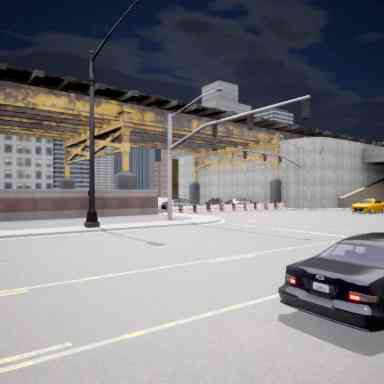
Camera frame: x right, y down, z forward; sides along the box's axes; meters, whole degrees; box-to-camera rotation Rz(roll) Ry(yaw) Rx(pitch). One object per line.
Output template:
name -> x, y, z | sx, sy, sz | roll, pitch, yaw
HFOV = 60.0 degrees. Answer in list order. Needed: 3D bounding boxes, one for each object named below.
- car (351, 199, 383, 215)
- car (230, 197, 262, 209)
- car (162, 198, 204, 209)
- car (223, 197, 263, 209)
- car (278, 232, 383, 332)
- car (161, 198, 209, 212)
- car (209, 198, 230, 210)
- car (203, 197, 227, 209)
car -> 18.454, 1.477, 34.705 | 5.008, 1.535, 1.882 | 0, 0, -40
car -> 6.674, 1.295, 44.249 | 4.536, 1.218, 1.853 | 0, 0, -7
car -> -0.981, 1.295, 37.817 | 4.536, 1.218, 1.853 | 0, 0, 8
car -> 6.725, 1.453, 44.255 | 4.974, 1.542, 2.038 | 0, 0, -7
car -> 4.079, 1.547, 6.688 | 5.357, 1.411, 2.033 | 0, 0, -35
car -> -0.930, 1.453, 37.810 | 4.974, 1.542, 2.038 | 0, 0, 8
car -> 2.815, 1.453, 40.495 | 2.038, 1.542, 4.974 | 0, 0, 18
car -> 2.831, 1.295, 40.545 | 1.853, 1.218, 4.536 | 0, 0, 18
